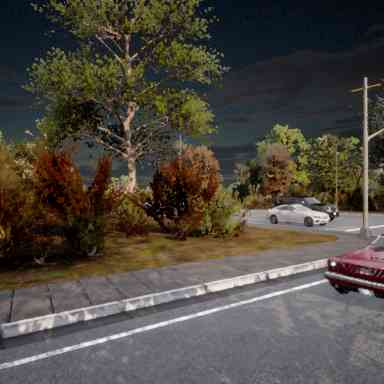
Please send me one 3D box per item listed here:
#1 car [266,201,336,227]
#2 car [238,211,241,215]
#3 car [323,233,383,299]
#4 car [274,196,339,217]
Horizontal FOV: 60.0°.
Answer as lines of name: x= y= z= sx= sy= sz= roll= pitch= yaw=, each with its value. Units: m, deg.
car: x=7.401 y=1.600 z=23.669 sx=1.812 sy=1.442 sz=4.674 roll=0 pitch=-1 yaw=-38
car: x=2.854 y=1.589 z=34.535 sx=2.097 sy=1.767 sz=4.553 roll=0 pitch=-1 yaw=-42
car: x=5.118 y=1.601 z=7.629 sx=4.718 sy=1.301 sz=1.895 roll=0 pitch=0 yaw=-35
car: x=9.084 y=1.316 z=27.263 sx=2.150 sy=2.045 sz=5.566 roll=0 pitch=-1 yaw=-37
